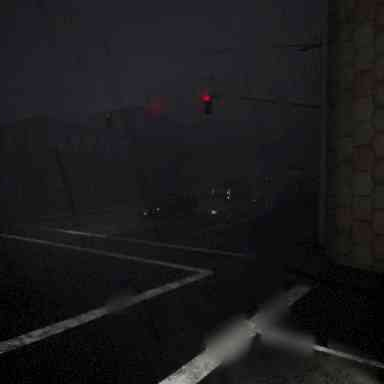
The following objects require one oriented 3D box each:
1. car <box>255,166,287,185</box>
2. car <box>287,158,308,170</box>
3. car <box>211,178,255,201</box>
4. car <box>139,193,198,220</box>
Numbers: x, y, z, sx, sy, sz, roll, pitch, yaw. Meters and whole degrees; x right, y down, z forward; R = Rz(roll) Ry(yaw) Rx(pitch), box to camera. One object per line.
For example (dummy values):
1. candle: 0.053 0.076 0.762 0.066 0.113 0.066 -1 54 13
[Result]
1. car: 8.560 -1.685 37.027 1.895 1.301 4.718 1 13 36
2. car: 14.204 -3.825 44.913 1.994 1.385 4.181 1 13 35
3. car: 3.522 -0.295 29.947 2.097 1.767 4.553 1 9 35
4. car: -1.541 0.888 22.828 2.128 1.511 4.902 1 5 35
